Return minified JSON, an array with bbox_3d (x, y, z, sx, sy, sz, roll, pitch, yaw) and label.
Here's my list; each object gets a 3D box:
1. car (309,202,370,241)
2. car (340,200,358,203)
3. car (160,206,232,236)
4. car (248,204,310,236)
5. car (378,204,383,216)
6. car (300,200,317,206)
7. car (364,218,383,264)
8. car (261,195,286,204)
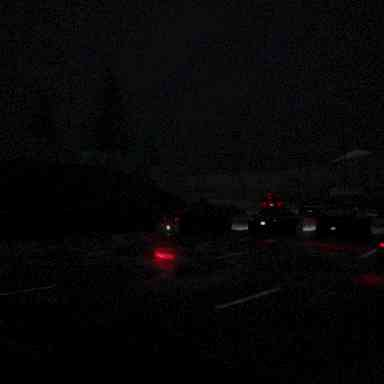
[{"bbox_3d":[7.845,1.514,17.043,1.882,1.535,5.008,0,0,36],"label":"car"},{"bbox_3d":[14.784,1.573,31.552,1.837,1.490,4.892,1,1,16],"label":"car"},{"bbox_3d":[0.363,1.540,18.714,1.837,1.490,4.892,0,0,40],"label":"car"},{"bbox_3d":[4.877,1.601,18.886,1.994,1.385,4.181,0,0,37],"label":"car"},{"bbox_3d":[18.166,1.572,29.919,1.837,1.490,4.892,0,0,18],"label":"car"},{"bbox_3d":[11.562,1.559,32.981,2.128,1.511,4.902,0,0,16],"label":"car"},{"bbox_3d":[7.565,1.572,10.812,2.033,1.411,5.357,0,0,43],"label":"car"},{"bbox_3d":[8.158,1.289,33.507,2.150,2.045,5.566,0,0,16],"label":"car"}]
